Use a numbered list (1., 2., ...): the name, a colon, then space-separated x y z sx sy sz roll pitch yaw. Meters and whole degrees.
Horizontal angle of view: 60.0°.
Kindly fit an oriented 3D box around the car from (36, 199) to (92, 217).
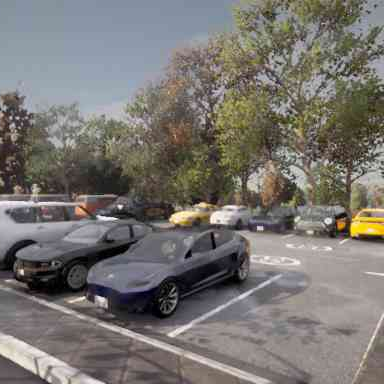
1. car: -12.726 1.533 33.353 2.163 1.488 4.792 0 0 36

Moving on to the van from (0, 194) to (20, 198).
1. van: -19.400 1.307 38.304 1.878 1.987 4.442 0 0 36

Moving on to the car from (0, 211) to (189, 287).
1. car: -2.499 1.584 9.740 2.097 1.535 5.008 0 0 36

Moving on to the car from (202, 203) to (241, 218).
1. car: 2.942 1.604 21.943 2.002 1.452 4.674 0 0 36

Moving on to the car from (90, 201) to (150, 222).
1. car: -6.039 1.548 28.429 2.163 1.488 4.792 0 0 36

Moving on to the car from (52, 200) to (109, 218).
1. car: -10.590 1.533 31.803 2.163 1.488 4.792 0 0 36

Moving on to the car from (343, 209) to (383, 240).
1. car: 9.567 1.598 17.132 2.097 1.535 5.008 0 0 36

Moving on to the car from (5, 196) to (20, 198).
1. car: -17.222 1.520 36.587 2.097 1.535 5.008 0 0 36

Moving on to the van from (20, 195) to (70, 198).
1. van: -15.035 1.284 34.859 1.878 1.987 4.442 0 0 36

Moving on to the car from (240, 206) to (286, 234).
1. car: 5.169 1.605 20.294 2.163 1.488 4.792 0 0 36

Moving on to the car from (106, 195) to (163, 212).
1. car: -3.764 1.278 26.848 2.435 2.045 5.566 0 0 36

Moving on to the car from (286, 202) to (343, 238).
1. car: 7.346 1.461 18.789 2.185 1.767 4.553 0 0 36

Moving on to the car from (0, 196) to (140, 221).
1. car: -4.731 1.321 11.389 2.435 2.045 5.566 0 0 36

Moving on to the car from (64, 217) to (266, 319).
1. car: -0.272 1.625 8.082 2.163 1.488 4.792 0 0 36

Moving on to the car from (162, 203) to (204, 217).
1. car: 0.593 1.550 23.422 1.946 1.575 5.366 0 0 36
